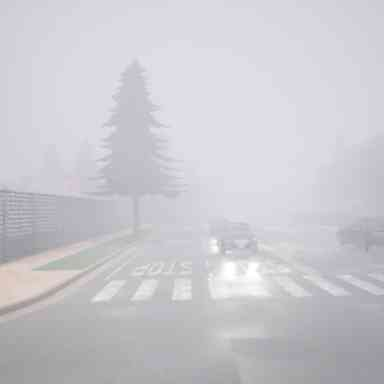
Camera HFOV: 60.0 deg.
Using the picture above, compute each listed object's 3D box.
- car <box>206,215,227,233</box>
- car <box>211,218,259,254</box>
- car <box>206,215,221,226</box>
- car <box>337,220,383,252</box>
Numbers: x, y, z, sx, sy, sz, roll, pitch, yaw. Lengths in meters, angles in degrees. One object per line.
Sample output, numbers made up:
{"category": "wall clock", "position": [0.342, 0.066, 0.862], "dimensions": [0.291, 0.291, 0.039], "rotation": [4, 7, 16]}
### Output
{"category": "car", "position": [2.539, 3.009, 29.755], "dimensions": [2.128, 1.511, 4.902], "rotation": [-1, -3, 1]}
{"category": "car", "position": [2.379, 2.409, 18.237], "dimensions": [2.128, 1.511, 4.902], "rotation": [-1, -3, 1]}
{"category": "car", "position": [3.045, 3.944, 46.443], "dimensions": [1.994, 1.385, 4.181], "rotation": [-2, -3, 4]}
{"category": "car", "position": [9.257, 2.208, 17.521], "dimensions": [2.128, 1.511, 4.902], "rotation": [-2, -3, 3]}
